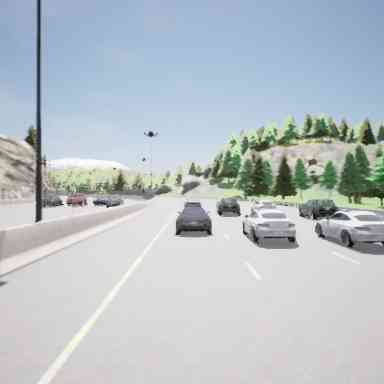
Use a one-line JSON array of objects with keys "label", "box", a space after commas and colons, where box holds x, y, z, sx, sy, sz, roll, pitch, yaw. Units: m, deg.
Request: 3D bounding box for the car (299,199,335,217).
[{"label": "car", "box": [10.596, 1.352, 28.160, 2.097, 1.767, 4.553, 0, 0, 0]}]

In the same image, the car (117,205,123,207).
[{"label": "car", "box": [-10.947, 1.493, 47.809, 2.128, 1.511, 4.902, 0, 0, -3]}]

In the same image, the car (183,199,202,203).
[{"label": "car", "box": [0.069, 1.492, 36.687, 2.128, 1.511, 4.902, 0, 0, 0]}]

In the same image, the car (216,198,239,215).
[{"label": "car", "box": [3.591, 1.352, 33.750, 2.097, 1.767, 4.553, 0, 0, 0]}]

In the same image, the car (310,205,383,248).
[{"label": "car", "box": [7.097, 1.526, 14.710, 1.812, 1.442, 4.674, 0, 0, 0]}]

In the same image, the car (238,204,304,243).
[{"label": "car", "box": [3.598, 1.526, 15.995, 1.812, 1.442, 4.674, 0, 0, 0]}]

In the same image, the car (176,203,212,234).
[{"label": "car", "box": [0.097, 1.564, 19.242, 1.994, 1.385, 4.181, 0, 0, 0]}]

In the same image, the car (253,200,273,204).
[{"label": "car", "box": [7.093, 1.526, 32.826, 1.812, 1.442, 4.674, 0, 0, 0]}]
